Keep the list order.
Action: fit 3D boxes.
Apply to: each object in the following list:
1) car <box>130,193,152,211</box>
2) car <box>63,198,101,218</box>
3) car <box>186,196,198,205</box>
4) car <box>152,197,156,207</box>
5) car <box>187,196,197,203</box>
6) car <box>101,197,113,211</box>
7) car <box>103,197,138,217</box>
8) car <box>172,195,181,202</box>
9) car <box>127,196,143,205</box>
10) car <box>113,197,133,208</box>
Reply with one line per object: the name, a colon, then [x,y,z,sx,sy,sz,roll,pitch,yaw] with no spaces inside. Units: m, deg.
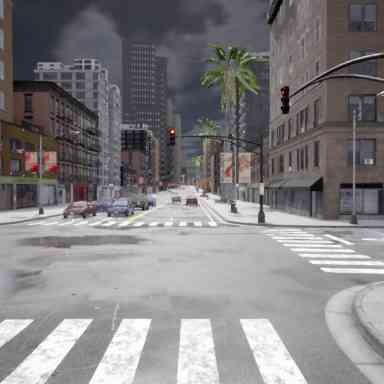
car: [-6.671,1.210,41.230,2.150,2.045,5.566,0,0,0]
car: [-9.903,1.519,29.753,1.812,1.442,4.674,0,0,0]
car: [-0.009,1.447,57.682,1.882,1.535,5.008,0,0,0]
car: [-6.683,1.456,51.672,1.882,1.535,5.008,0,0,0]
car: [-0.060,1.502,71.401,1.994,1.385,4.181,0,0,0]
car: [-9.917,1.342,38.746,2.097,1.767,4.553,0,0,0]
car: [-6.660,1.518,31.538,1.812,1.442,4.674,0,0,0]
car: [-3.300,1.440,70.931,2.128,1.511,4.902,0,0,0]
car: [-9.922,1.446,58.443,1.882,1.535,5.008,0,0,0]
car: [-9.935,1.460,48.046,1.882,1.535,5.008,0,0,0]
